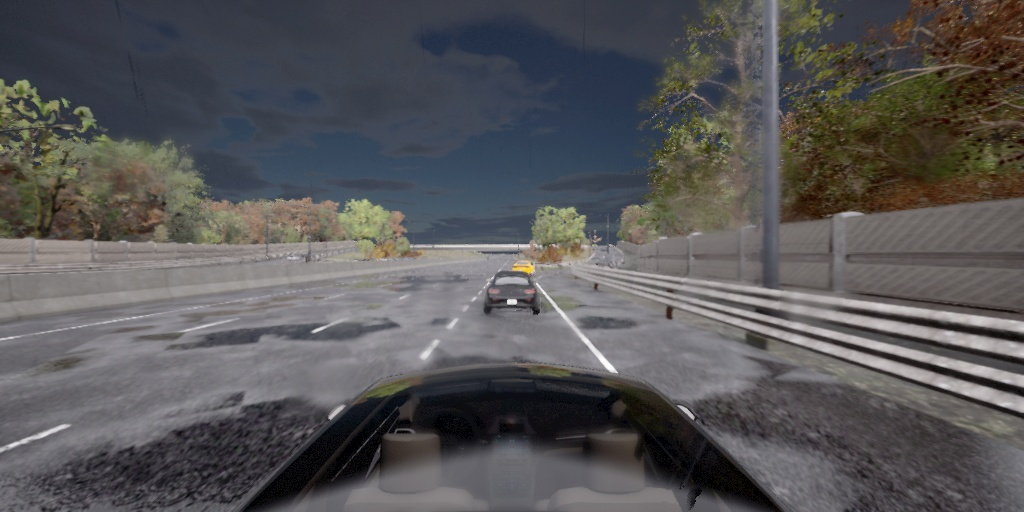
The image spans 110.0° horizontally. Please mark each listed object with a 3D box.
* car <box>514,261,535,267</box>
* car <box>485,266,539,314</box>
[{"bbox_3d":[1.263,1.266,36.170,1.882,1.535,5.008,0,-1,9],"label":"car"},{"bbox_3d":[0.000,1.284,13.609,1.812,1.442,4.674,0,0,0],"label":"car"}]
